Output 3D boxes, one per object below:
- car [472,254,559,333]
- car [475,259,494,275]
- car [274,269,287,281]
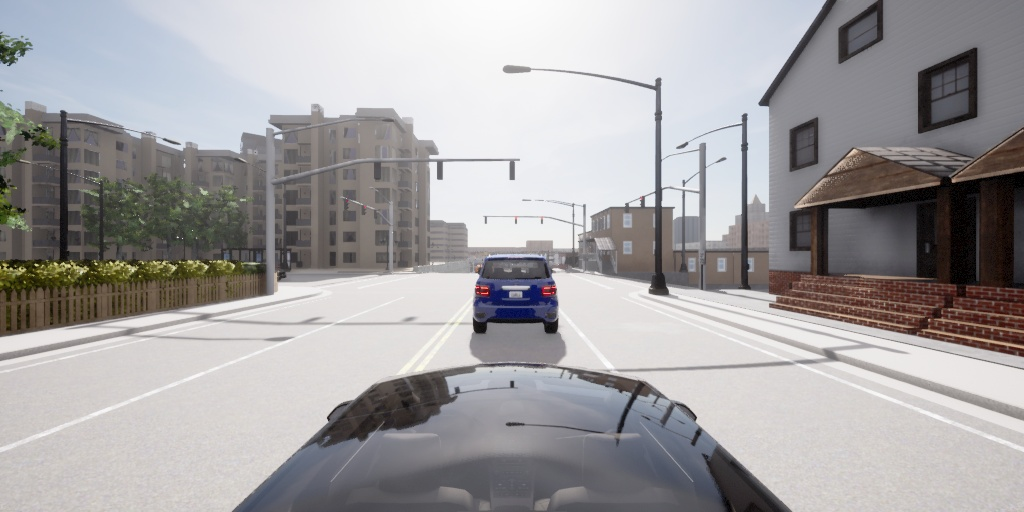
[{"bbox_3d":[0.100,0.971,10.866,2.150,2.045,5.566,0,0,0],"label":"car"},{"bbox_3d":[-3.562,1.506,46.886,2.097,1.767,4.553,1,-5,0],"label":"car"},{"bbox_3d":[-20.347,1.255,28.067,4.892,1.490,1.837,0,0,1],"label":"car"}]
